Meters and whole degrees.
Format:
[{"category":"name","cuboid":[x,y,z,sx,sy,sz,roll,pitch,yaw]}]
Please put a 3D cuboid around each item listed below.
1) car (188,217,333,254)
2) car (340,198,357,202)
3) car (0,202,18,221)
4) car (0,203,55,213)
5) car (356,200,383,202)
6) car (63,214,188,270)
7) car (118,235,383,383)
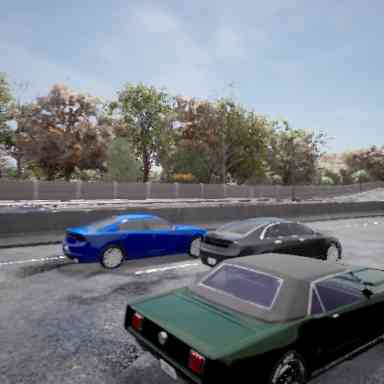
[{"category":"car","cuboid":[2.482,1.507,9.815,4.892,1.490,1.837,0,0,-36]},{"category":"car","cuboid":[21.138,1.585,44.745,4.674,1.442,1.812,0,0,-36]},{"category":"car","cuboid":[-16.439,1.564,26.658,4.181,1.385,1.994,0,0,-35]},{"category":"car","cuboid":[-12.578,1.565,25.113,4.181,1.385,1.994,0,0,-35]},{"category":"car","cuboid":[23.175,1.652,41.898,4.718,1.301,1.895,0,0,-36]},{"category":"car","cuboid":[-1.652,1.479,11.163,5.008,1.535,1.882,0,0,-36]},{"category":"car","cuboid":[1.559,1.602,4.859,4.718,1.301,1.895,0,0,-36]}]
